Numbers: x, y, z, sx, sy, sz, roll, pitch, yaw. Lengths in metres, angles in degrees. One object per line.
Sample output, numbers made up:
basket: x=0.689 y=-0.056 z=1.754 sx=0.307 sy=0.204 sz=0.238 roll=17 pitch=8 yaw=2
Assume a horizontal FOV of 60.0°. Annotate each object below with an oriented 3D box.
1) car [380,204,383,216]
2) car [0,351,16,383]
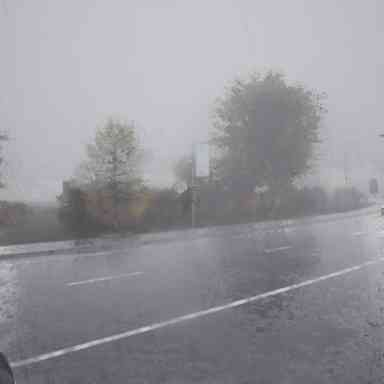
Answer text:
car: x=19.692 y=1.517 z=32.221 sx=1.882 sy=1.535 sz=5.008 roll=0 pitch=0 yaw=40
car: x=-3.438 y=1.514 z=1.411 sx=4.892 sy=1.490 sz=1.837 roll=0 pitch=0 yaw=-35
